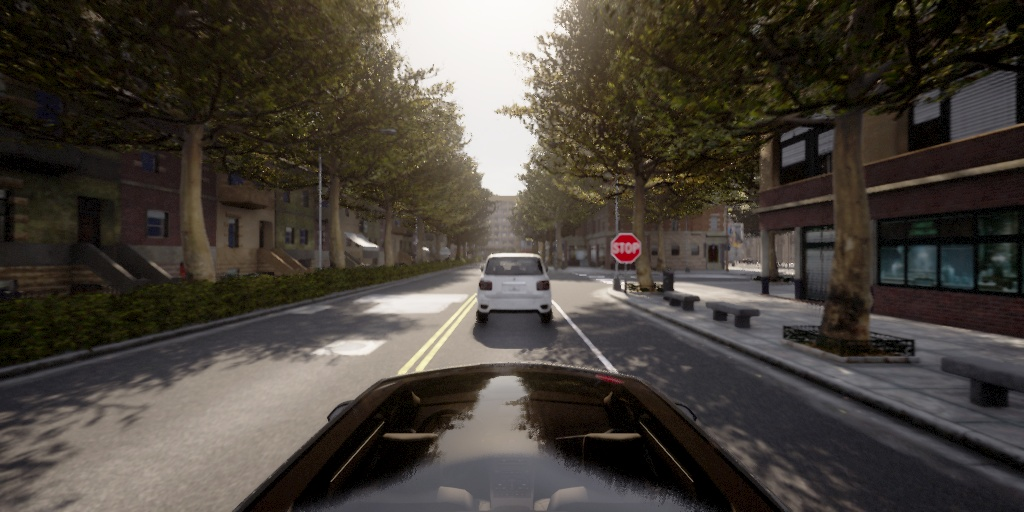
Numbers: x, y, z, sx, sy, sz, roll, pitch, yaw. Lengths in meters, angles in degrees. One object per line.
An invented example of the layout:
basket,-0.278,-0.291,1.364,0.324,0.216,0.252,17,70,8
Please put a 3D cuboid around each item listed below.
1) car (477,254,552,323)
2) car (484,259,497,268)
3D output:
car,0.078,0.944,12.127,2.150,2.045,5.566,0,0,0
car,-3.552,1.198,59.219,1.895,1.301,4.718,0,0,0
